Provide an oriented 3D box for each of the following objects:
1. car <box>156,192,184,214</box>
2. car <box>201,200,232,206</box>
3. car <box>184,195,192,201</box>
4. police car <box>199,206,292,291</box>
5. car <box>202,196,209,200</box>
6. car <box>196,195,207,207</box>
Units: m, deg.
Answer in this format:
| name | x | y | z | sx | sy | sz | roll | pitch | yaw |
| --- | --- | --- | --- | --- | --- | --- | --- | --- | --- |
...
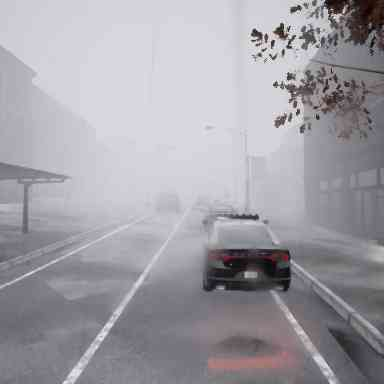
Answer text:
| name | x | y | z | sx | sy | sz | roll | pitch | yaw |
| --- | --- | --- | --- | --- | --- | --- | --- | --- | --- |
| car | -2.294 | 1.069 | 33.661 | 2.150 | 2.045 | 5.566 | 0 | 0 | 2 |
| car | 1.604 | 1.437 | 19.001 | 1.837 | 1.490 | 4.892 | 0 | 0 | 2 |
| car | -0.929 | 1.320 | 75.735 | 1.895 | 1.301 | 4.718 | 0 | 0 | 2 |
| police car | 1.245 | 1.412 | 9.108 | 1.930 | 1.638 | 5.238 | 0 | 0 | 2 |
| car | 1.826 | 1.348 | 25.193 | 1.801 | 1.575 | 5.366 | 0 | 0 | 2 |
| car | 1.569 | 1.392 | 45.902 | 1.895 | 1.301 | 4.718 | 0 | 0 | 2 |
